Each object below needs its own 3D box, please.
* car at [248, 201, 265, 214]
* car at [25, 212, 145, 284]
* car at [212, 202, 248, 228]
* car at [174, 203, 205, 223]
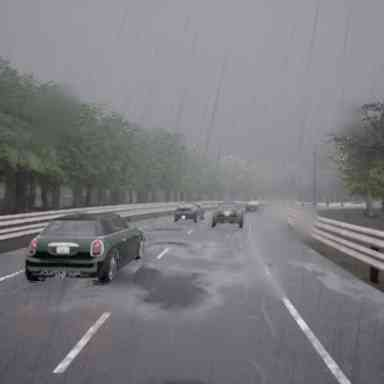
[{"bbox_3d":[8.133,1.946,42.570,1.882,1.535,5.008,0,-1,21],"label":"car"},{"bbox_3d":[-2.834,1.381,9.877,2.097,1.767,4.553,0,0,5],"label":"car"},{"bbox_3d":[2.731,1.503,23.957,2.097,1.767,4.553,0,-1,11],"label":"car"},{"bbox_3d":[-0.118,1.672,27.444,1.837,1.490,4.892,0,-1,12],"label":"car"}]
